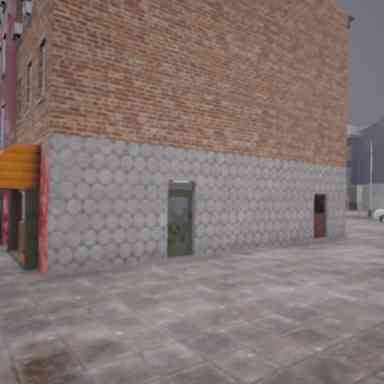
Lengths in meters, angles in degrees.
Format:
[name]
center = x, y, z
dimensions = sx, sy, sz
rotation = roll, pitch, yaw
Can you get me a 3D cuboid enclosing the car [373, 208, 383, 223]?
[car]
center = 15.771, 1.692, 24.191
dimensions = 1.812, 1.442, 4.674
rotation = 1, -1, -37
